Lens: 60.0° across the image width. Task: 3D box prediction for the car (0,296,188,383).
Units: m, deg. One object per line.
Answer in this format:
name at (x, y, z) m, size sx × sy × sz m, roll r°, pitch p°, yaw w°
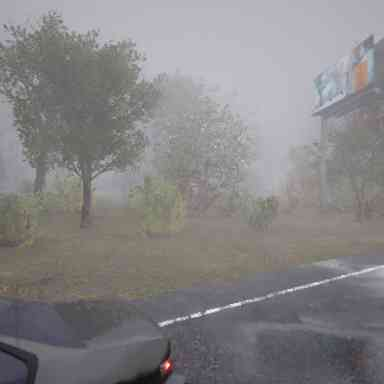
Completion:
car at (-2.608, 1.548, 2.118) m, size 5.357 × 1.411 × 2.033 m, roll 0°, pitch 0°, yaw -36°
